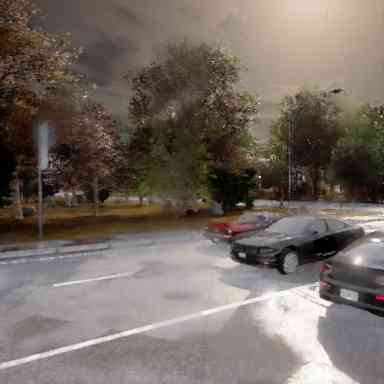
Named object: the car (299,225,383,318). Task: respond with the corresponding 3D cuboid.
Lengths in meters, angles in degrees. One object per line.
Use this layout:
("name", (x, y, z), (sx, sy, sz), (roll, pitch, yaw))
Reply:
("car", (4.485, 1.513, 6.776), (4.674, 1.442, 1.812), (0, 0, -34))

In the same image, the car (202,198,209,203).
("car", (4.061, 1.346, 59.729), (2.033, 1.411, 5.357), (0, 0, -36))

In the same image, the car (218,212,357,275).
("car", (3.456, 1.459, 10.564), (5.008, 1.535, 1.882), (0, 0, -34))

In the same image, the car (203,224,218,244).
("car", (2.805, 1.574, 14.354), (4.718, 1.301, 1.895), (0, 0, -34))
